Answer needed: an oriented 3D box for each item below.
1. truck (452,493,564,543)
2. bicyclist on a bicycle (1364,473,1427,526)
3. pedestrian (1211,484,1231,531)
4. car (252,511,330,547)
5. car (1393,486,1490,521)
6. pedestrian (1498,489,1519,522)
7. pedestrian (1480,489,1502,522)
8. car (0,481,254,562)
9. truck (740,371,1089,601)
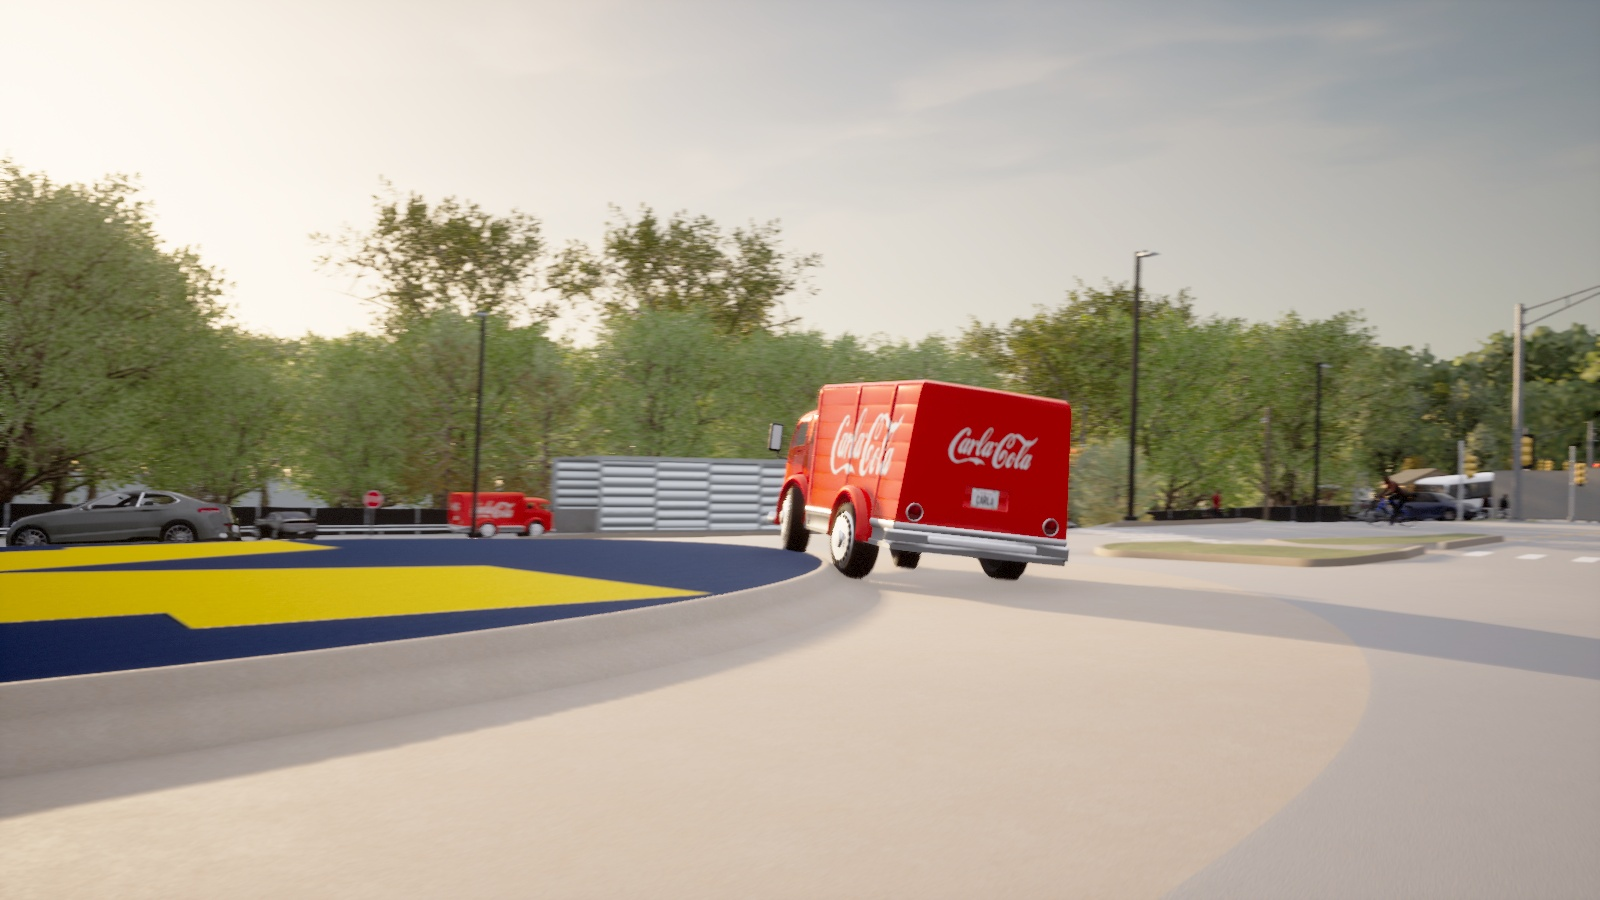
[{"bbox_3d":[-15.497,3.567,66.710,5.204,2.467,2.627,1,-1,-32],"label":"truck"},{"bbox_3d":[18.567,1.546,39.168,1.656,1.620,0.582,0,-1,0],"label":"bicyclist on a bicycle"},{"bbox_3d":[16.726,2.294,49.861,0.636,1.846,0.331,3,-2,-21],"label":"pedestrian"},{"bbox_3d":[-24.362,3.745,59.974,2.128,1.511,4.902,2,-2,-38],"label":"car"},{"bbox_3d":[33.040,2.782,64.756,1.851,1.617,3.988,3,-6,-34],"label":"car"},{"bbox_3d":[40.488,3.180,71.790,0.563,1.883,0.849,3,-2,-33],"label":"pedestrian"},{"bbox_3d":[39.346,3.162,71.539,0.634,1.844,0.899,3,-3,-36],"label":"pedestrian"},{"bbox_3d":[-16.279,1.760,30.571,5.027,1.651,2.152,-1,-8,-7],"label":"car"},{"bbox_3d":[1.300,0.411,17.348,2.627,2.467,5.204,7,-1,-19],"label":"truck"}]
